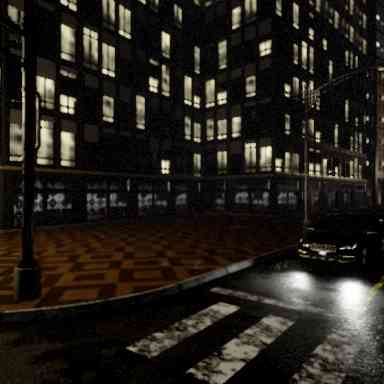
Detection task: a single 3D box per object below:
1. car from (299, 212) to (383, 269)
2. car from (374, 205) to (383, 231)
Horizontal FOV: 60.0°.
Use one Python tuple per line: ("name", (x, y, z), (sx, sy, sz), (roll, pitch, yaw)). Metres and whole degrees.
("car", (5.287, 1.504, 11.459), (1.837, 1.490, 4.892), (0, 0, 39))
("car", (13.169, 1.540, 20.801), (2.033, 1.411, 5.357), (0, 0, 42))
